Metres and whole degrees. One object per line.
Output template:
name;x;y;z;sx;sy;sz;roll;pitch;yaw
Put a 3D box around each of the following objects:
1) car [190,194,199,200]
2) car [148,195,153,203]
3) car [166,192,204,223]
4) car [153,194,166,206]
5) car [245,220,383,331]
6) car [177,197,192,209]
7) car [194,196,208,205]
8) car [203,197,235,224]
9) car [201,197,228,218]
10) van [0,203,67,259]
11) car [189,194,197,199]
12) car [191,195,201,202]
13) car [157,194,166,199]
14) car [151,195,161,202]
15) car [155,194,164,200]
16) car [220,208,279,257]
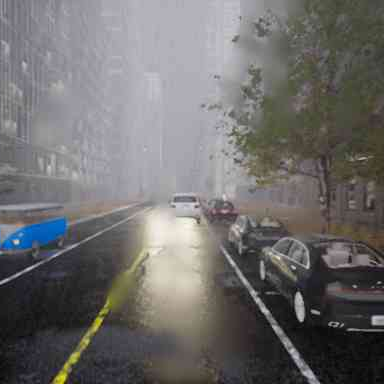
car;0.584;1.186;80.715;1.947;1.339;4.313;0;0;-2
car;-7.342;1.293;63.430;1.887;1.381;4.507;0;0;-2
car;-0.532;1.129;24.555;2.150;2.045;5.566;0;0;-1
car;-4.307;1.352;50.362;2.033;1.411;5.357;0;0;-2
car;2.540;1.517;6.741;2.008;1.369;4.403;0;0;-2
car;-1.007;1.353;42.748;1.812;1.442;4.674;0;0;-2
car;1.336;1.316;52.264;1.887;1.381;4.507;0;0;-2
car;2.088;1.338;23.812;1.967;1.590;4.097;0;0;-2
car;1.938;1.314;29.502;1.967;1.590;4.097;0;0;-2
van;-5.989;1.322;12.213;1.690;1.788;3.998;0;0;-2
car;0.283;1.121;92.095;1.947;1.339;4.313;0;0;-2
car;0.885;1.248;69.335;1.947;1.339;4.313;0;0;-2
car;-7.945;1.190;86.192;1.947;1.339;4.313;0;0;-2
car;-7.493;1.300;69.121;1.802;1.307;4.206;0;0;-2
car;-7.794;1.200;80.502;1.887;1.381;4.507;0;0;-2
car;2.390;1.496;12.431;2.008;1.369;4.403;0;0;-2
